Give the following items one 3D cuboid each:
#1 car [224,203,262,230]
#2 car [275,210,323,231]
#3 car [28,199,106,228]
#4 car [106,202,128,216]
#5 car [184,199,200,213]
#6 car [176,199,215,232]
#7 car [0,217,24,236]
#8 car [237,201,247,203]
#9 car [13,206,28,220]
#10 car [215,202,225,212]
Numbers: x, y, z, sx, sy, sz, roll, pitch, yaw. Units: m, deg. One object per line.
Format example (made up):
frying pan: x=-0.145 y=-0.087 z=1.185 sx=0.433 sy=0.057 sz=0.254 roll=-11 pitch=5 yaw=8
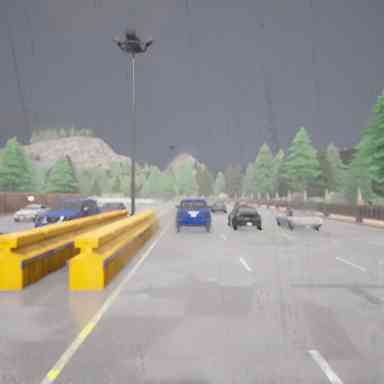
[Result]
car: x=3.592 y=1.761 z=23.232 sx=1.837 sy=1.490 sz=4.892 roll=0 pitch=0 yaw=0
car: x=7.093 y=1.849 z=22.606 sx=1.895 sy=1.301 sz=4.718 roll=0 pitch=-1 yaw=0
car: x=-7.081 y=1.438 z=19.720 sx=2.150 sy=2.045 sz=5.566 roll=0 pitch=-1 yaw=1
car: x=-7.084 y=1.676 z=29.601 sx=2.097 sy=1.767 sz=4.553 roll=0 pitch=-1 yaw=0
car: x=0.039 y=1.847 z=45.365 sx=2.097 sy=1.767 sz=4.553 roll=0 pitch=-1 yaw=0
car: x=0.092 y=1.464 z=22.007 sx=2.150 sy=2.045 sz=5.566 roll=0 pitch=0 yaw=0
car: x=-7.093 y=1.649 z=9.189 sx=2.033 sy=1.411 sz=5.357 roll=0 pitch=-1 yaw=0
car: x=7.048 y=2.039 z=47.073 sx=1.812 sy=1.442 sz=4.674 roll=0 pitch=0 yaw=0
car: x=-14.075 y=1.851 z=29.797 sx=1.812 sy=1.442 sz=4.674 roll=0 pitch=-1 yaw=0
car: x=3.521 y=2.020 z=43.220 sx=2.033 sy=1.411 sz=5.357 roll=0 pitch=-1 yaw=1
